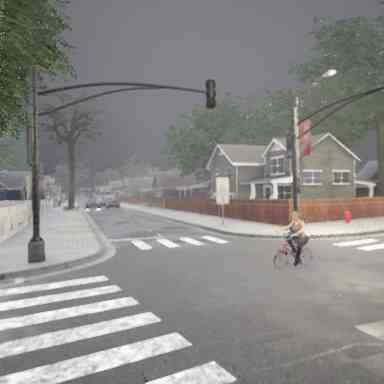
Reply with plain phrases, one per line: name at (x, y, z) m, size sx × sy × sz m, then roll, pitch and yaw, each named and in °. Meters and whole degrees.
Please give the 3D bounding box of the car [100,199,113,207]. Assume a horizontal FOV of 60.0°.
car at (-15.804, 1.977, 61.263) m, size 1.994 × 1.385 × 4.181 m, roll -1°, pitch 0°, yaw -20°

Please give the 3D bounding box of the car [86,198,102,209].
car at (-16.298, 1.762, 54.482) m, size 2.097 × 1.767 × 4.553 m, roll -1°, pitch 0°, yaw -20°

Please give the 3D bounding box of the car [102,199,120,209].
car at (-12.289, 1.838, 51.452) m, size 1.837 × 1.490 × 4.892 m, roll -1°, pitch 0°, yaw -20°

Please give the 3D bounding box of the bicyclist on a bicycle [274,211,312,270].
bicyclist on a bicycle at (2.898, 1.364, 9.518) m, size 1.509 × 1.612 × 0.866 m, roll -1°, pitch 0°, yaw -29°
